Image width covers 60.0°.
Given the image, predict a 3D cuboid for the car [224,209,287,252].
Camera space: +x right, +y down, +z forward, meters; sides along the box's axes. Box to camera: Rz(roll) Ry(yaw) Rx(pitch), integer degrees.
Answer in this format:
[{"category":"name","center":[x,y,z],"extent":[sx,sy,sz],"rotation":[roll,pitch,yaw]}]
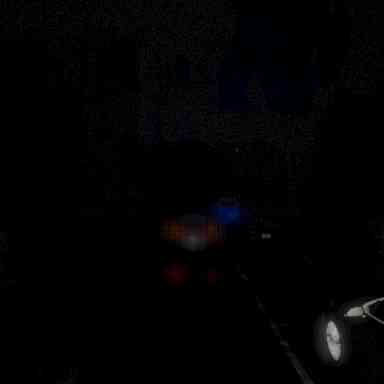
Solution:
[{"category":"car","center":[2.641,1.607,13.867],"extent":[1.947,1.339,4.313],"rotation":[0,0,0]}]

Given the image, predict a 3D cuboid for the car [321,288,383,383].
[{"category":"car","center":[2.644,1.559,2.992],"extent":[2.008,1.369,4.403],"rotation":[0,0,0]}]

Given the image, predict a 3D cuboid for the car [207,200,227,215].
[{"category":"car","center":[2.637,1.646,35.787],"extent":[1.752,1.417,4.829],"rotation":[0,0,0]}]

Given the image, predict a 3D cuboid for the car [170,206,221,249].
[{"category":"car","center":[0.072,1.569,14.562],"extent":[1.812,1.442,4.674],"rotation":[0,0,0]}]

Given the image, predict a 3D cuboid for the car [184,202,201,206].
[{"category":"car","center":[0.064,1.597,28.615],"extent":[1.837,1.490,4.892],"rotation":[0,0,0]}]

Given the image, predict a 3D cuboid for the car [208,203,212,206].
[{"category":"car","center":[2.639,1.538,30.180],"extent":[1.967,1.590,4.097],"rotation":[0,0,0]}]

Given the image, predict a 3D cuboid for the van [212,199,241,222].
[{"category":"van","center":[2.641,1.419,24.743],"extent":[1.690,1.788,3.998],"rotation":[0,0,0]}]
